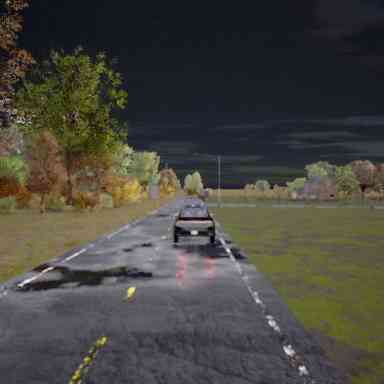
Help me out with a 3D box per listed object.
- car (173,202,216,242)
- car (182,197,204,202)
[{"bbox_3d":[0.100,1.460,16.080,2.128,1.511,4.902,0,0,0],"label":"car"},{"bbox_3d":[0.093,1.295,32.573,2.097,1.767,4.553,0,0,0],"label":"car"}]
